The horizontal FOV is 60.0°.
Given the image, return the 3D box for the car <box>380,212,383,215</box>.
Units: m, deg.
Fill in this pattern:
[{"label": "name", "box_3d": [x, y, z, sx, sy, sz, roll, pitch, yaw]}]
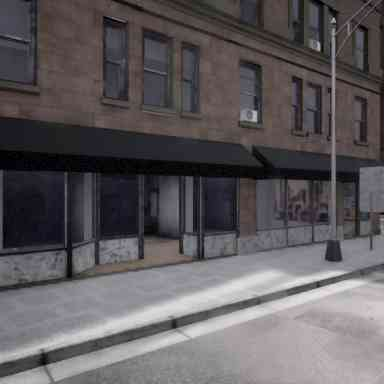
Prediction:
[{"label": "car", "box_3d": [15.887, 1.151, 28.127, 2.097, 1.767, 4.553, 0, 1, -36]}]
